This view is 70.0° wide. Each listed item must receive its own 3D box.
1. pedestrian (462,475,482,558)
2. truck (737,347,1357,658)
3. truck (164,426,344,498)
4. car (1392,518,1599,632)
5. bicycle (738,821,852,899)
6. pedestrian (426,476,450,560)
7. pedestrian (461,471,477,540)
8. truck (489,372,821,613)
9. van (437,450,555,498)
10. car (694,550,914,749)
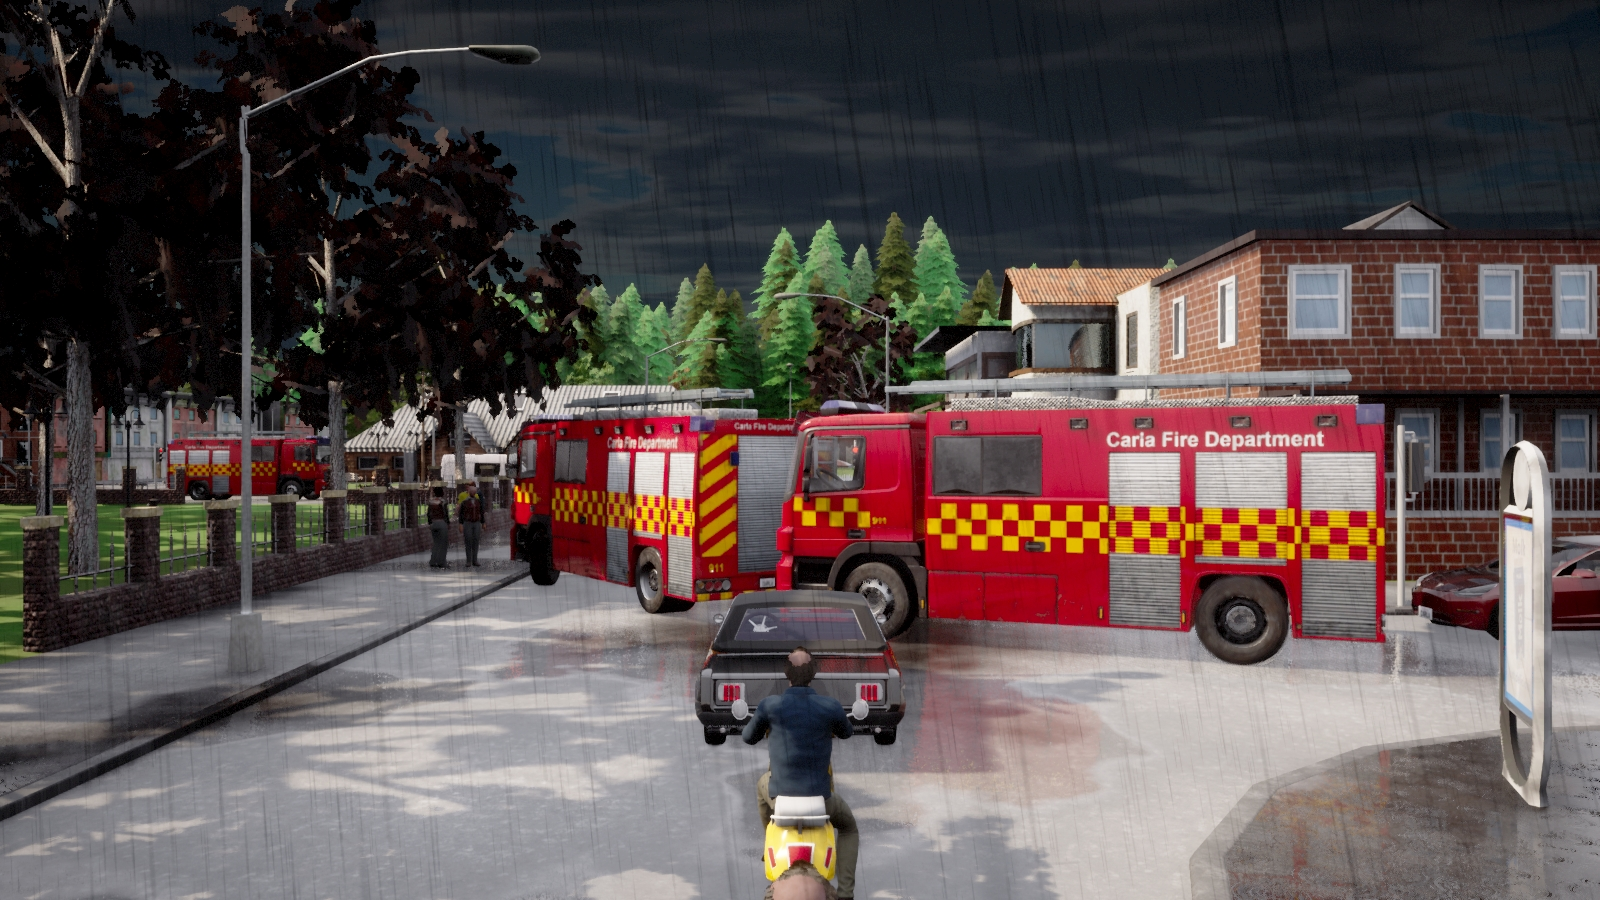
[{"bbox_3d":[-7.486,1.514,26.081,0.375,1.860,0.375,0,0,-29],"label":"pedestrian"},{"bbox_3d":[3.512,0.662,17.052,8.468,3.827,2.891,0,0,23],"label":"truck"},{"bbox_3d":[-29.853,0.645,62.699,8.468,3.827,2.891,0,0,1],"label":"truck"},{"bbox_3d":[11.915,1.835,17.293,4.792,1.488,2.163,0,0,0],"label":"car"},{"bbox_3d":[-0.015,1.938,3.086,0.329,1.271,1.835,0,0,0],"label":"bicycle"},{"bbox_3d":[-8.145,1.514,25.708,0.375,1.860,0.375,0,0,21],"label":"pedestrian"},{"bbox_3d":[-9.018,1.513,31.111,0.375,1.860,0.375,0,0,-7],"label":"pedestrian"},{"bbox_3d":[-3.230,0.662,22.435,2.891,3.827,8.468,0,0,-34],"label":"truck"},{"bbox_3d":[-16.613,1.289,62.612,5.915,2.561,1.988,0,0,0],"label":"van"},{"bbox_3d":[0.033,1.930,12.217,1.895,1.301,4.718,0,0,0],"label":"car"}]
